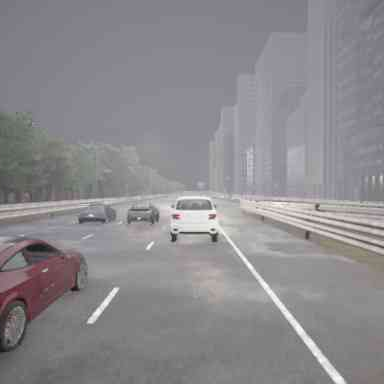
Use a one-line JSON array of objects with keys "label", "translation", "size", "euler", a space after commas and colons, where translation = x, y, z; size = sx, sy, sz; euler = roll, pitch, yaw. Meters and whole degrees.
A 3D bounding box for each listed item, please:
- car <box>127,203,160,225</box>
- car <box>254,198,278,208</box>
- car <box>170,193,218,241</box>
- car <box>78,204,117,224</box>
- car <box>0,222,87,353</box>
[{"label": "car", "translation": [-3.401, 1.497, 23.846], "size": [2.128, 1.511, 4.902], "euler": [0, 0, 0]}, {"label": "car", "translation": [9.719, 1.551, 43.973], "size": [2.128, 1.511, 4.902], "euler": [0, 0, -13]}, {"label": "car", "translation": [0.098, 1.223, 16.844], "size": [2.150, 2.045, 5.566], "euler": [0, 0, 0]}, {"label": "car", "translation": [-6.902, 1.570, 24.734], "size": [1.994, 1.385, 4.181], "euler": [0, 0, 0]}, {"label": "car", "translation": [-3.401, 1.525, 6.004], "size": [1.812, 1.442, 4.674], "euler": [0, 0, 0]}]
